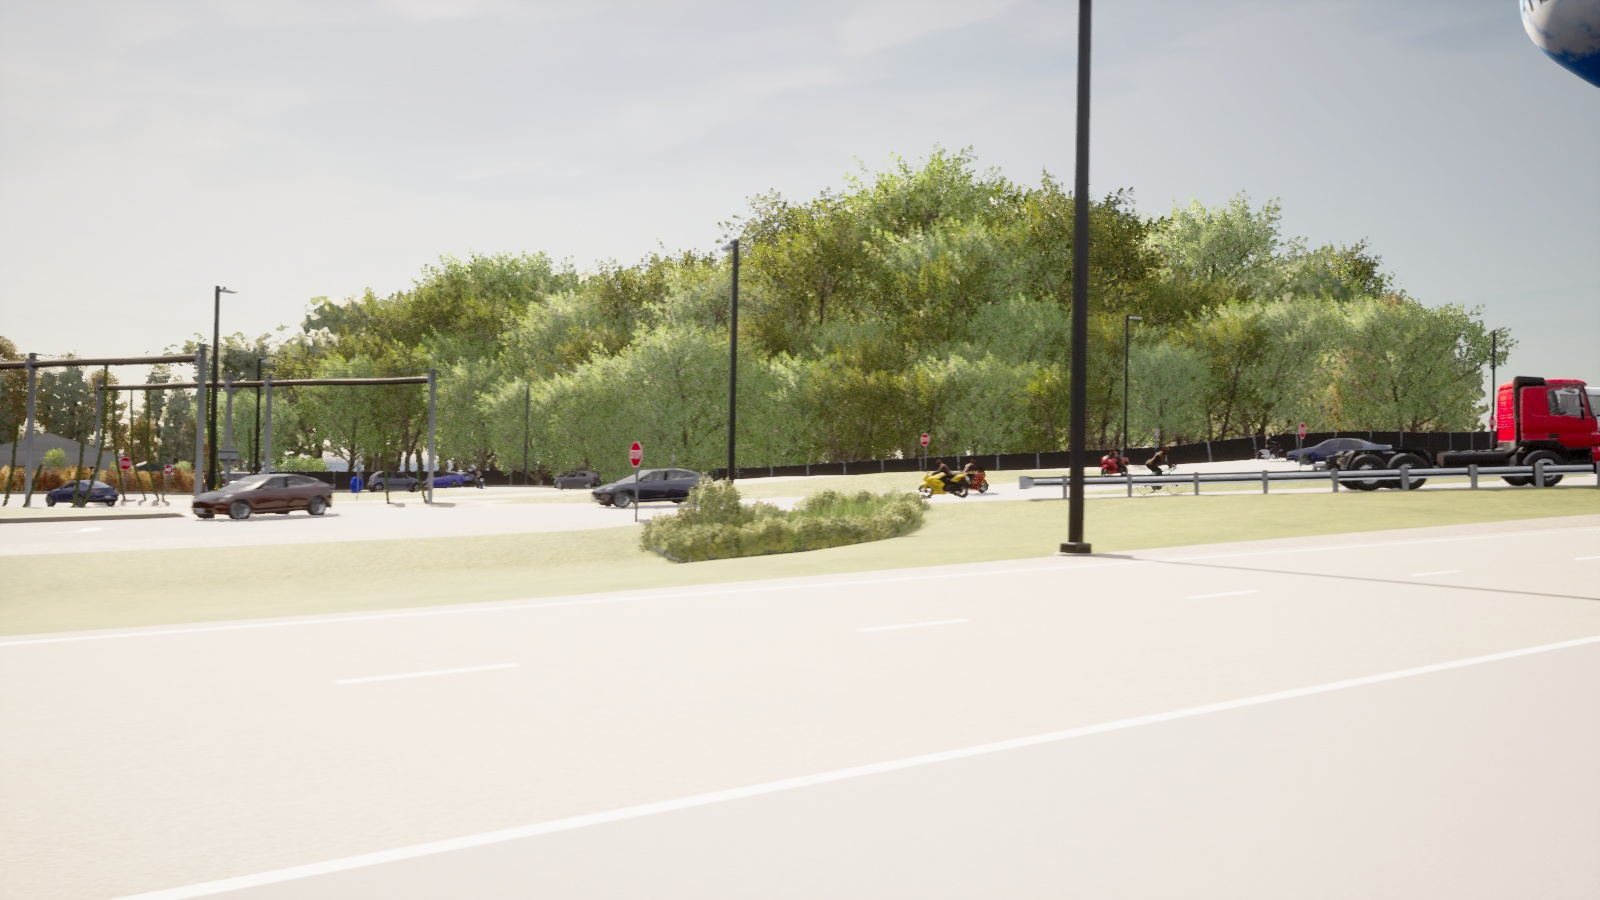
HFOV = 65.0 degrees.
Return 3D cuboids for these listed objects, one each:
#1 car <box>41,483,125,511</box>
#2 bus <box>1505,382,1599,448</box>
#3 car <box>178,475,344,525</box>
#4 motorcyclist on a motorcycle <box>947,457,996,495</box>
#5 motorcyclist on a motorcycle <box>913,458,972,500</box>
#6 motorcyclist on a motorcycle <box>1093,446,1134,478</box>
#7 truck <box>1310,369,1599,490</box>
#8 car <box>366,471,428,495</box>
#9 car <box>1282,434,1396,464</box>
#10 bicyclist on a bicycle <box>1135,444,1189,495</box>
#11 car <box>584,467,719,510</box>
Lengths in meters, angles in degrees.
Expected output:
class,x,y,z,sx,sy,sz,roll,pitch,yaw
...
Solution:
class,x,y,z,sx,sy,sz,roll,pitch,yaw
car,-39.160,2.551,68.534,4.674,1.442,1.812,-1,-2,29
bus,52.334,-2.315,84.359,10.273,4.253,3.944,-1,1,-30
car,-18.194,1.631,42.622,2.163,1.488,4.792,-1,0,30
motorcyclist on a motorcycle,7.345,1.111,53.631,2.044,1.523,0.797,-2,1,-35
motorcyclist on a motorcycle,5.442,1.097,47.998,2.044,1.523,0.797,-2,-2,20
motorcyclist on a motorcycle,15.905,0.584,63.710,2.044,1.523,0.797,-3,2,-34
truck,20.913,-0.588,40.328,7.936,3.462,2.891,-2,-1,14
car,-29.010,2.381,90.456,3.988,1.617,1.851,0,-1,-29
car,29.201,-0.047,68.073,5.357,1.411,2.033,-2,1,34
bicyclist on a bicycle,12.081,0.658,41.884,1.656,1.620,0.582,-2,-2,20
car,-5.800,1.485,49.187,4.792,1.488,2.163,-1,0,-28
